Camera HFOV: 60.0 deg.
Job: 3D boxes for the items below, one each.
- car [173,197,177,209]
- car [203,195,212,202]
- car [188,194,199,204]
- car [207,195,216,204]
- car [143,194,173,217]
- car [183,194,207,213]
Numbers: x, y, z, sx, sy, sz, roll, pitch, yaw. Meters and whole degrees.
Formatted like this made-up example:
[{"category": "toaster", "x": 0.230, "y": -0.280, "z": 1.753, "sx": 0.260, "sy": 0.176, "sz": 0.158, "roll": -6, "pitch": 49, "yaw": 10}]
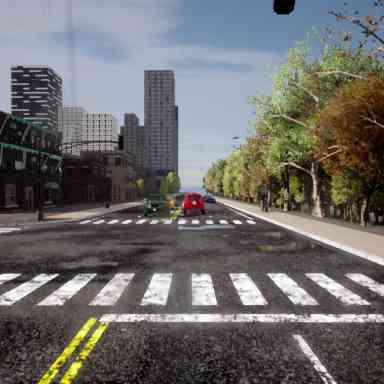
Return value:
[{"category": "car", "x": -3.259, "y": 1.463, "z": 42.253, "sx": 1.882, "sy": 1.535, "sz": 5.008, "roll": 0, "pitch": 0, "yaw": 0}, {"category": "car", "x": 3.388, "y": 1.470, "z": 73.092, "sx": 1.837, "sy": 1.490, "sz": 4.892, "roll": 0, "pitch": 0, "yaw": 0}, {"category": "car", "x": 0.218, "y": 1.327, "z": 64.155, "sx": 2.097, "sy": 1.767, "sz": 4.553, "roll": 0, "pitch": 0, "yaw": 0}, {"category": "car", "x": 3.470, "y": 1.540, "z": 63.136, "sx": 1.994, "sy": 1.385, "sz": 4.181, "roll": 0, "pitch": 0, "yaw": 0}, {"category": "car", "x": -3.283, "y": 1.211, "z": 32.070, "sx": 2.150, "sy": 2.045, "sz": 5.566, "roll": 0, "pitch": 0, "yaw": 0}, {"category": "car", "x": 0.214, "y": 1.211, "z": 36.466, "sx": 2.150, "sy": 2.045, "sz": 5.566, "roll": 0, "pitch": 0, "yaw": -1}]
